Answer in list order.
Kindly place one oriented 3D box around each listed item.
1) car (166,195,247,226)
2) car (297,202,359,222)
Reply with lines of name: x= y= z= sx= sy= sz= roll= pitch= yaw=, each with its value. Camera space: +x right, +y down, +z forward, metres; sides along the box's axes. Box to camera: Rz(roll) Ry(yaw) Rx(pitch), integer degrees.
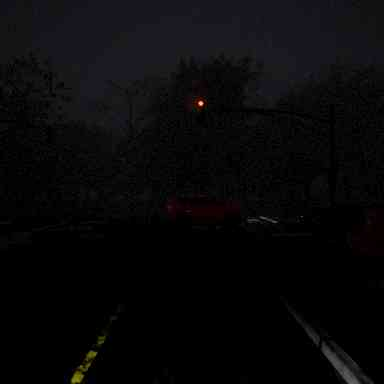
car: x=0.965 y=1.226 z=22.921 sx=5.566 sy=2.045 sz=2.150 roll=0 pitch=0 yaw=0
car: x=10.908 y=1.648 z=26.397 sx=4.718 sy=1.301 sz=1.895 roll=0 pitch=0 yaw=-1
